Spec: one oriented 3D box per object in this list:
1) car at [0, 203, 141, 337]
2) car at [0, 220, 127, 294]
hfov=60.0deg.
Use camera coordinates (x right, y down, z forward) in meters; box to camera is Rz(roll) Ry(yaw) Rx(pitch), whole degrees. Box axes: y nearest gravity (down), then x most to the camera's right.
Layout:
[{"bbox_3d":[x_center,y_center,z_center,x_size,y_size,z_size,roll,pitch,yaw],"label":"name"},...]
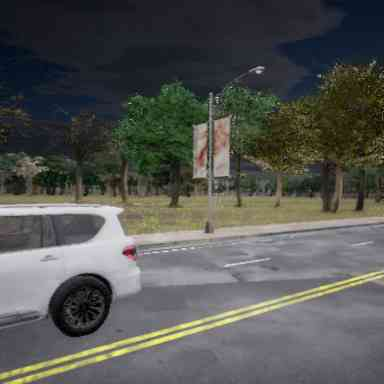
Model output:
[{"bbox_3d":[-3.535,1.222,5.155,5.566,2.045,2.150,0,0,-35],"label":"car"},{"bbox_3d":[-4.087,1.574,8.753,4.181,1.385,1.994,0,0,-35],"label":"car"}]
